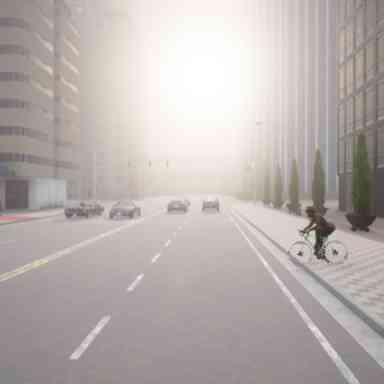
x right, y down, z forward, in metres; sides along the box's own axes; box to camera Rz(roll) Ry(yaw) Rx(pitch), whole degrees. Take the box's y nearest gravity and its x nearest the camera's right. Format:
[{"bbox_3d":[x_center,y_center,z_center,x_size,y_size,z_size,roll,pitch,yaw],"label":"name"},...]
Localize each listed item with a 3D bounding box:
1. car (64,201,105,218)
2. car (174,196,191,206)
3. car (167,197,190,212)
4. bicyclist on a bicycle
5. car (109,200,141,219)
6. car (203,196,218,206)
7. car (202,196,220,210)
[{"bbox_3d":[-8.996,1.487,28.100,1.895,1.301,4.718,0,0,3],"label":"car"},{"bbox_3d":[-1.464,1.355,49.334,1.895,1.301,4.718,0,0,-8],"label":"car"},{"bbox_3d":[-1.463,1.387,35.522,1.994,1.385,4.181,0,0,4],"label":"car"},{"bbox_3d":[3.524,1.266,9.358,1.656,1.620,0.582,-2,0,3],"label":"bicyclist on a bicycle"},{"bbox_3d":[-5.500,1.405,27.930,1.812,1.442,4.674,0,0,3],"label":"car"},{"bbox_3d":[2.773,1.304,49.147,2.033,1.411,5.357,0,0,4],"label":"car"},{"bbox_3d":[2.180,1.302,38.349,2.128,1.511,4.902,0,0,4],"label":"car"}]
